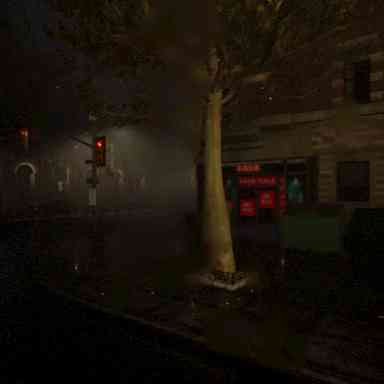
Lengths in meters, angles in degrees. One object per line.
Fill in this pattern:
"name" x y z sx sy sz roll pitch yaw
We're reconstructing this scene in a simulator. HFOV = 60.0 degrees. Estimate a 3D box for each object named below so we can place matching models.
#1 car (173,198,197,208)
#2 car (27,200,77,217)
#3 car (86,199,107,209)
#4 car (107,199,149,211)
"car" -0.723 1.547 49.248 2.033 1.411 5.357 0 0 36
"car" -13.376 1.526 31.956 1.812 1.442 4.674 0 0 36
"car" -11.959 1.595 45.174 1.895 1.301 4.718 0 0 36
"car" -7.481 1.601 40.033 1.895 1.301 4.718 0 0 36
